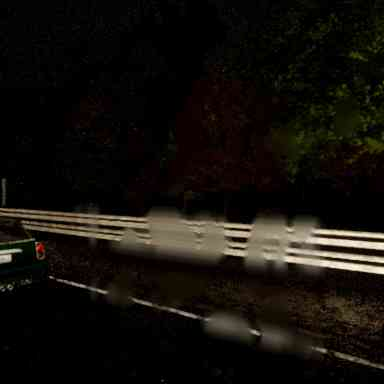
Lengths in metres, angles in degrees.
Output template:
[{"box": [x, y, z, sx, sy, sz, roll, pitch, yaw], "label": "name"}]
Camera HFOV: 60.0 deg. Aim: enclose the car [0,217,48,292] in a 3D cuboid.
[{"box": [-5.405, 1.316, 7.707, 4.553, 1.767, 2.097, 0, 0, 35], "label": "car"}]
